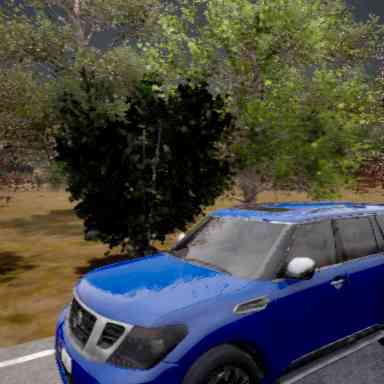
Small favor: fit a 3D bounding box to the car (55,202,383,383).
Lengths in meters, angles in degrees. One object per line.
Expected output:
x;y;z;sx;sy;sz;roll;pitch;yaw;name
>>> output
1.141;1.197;4.616;5.566;2.045;2.150;0;0;-34;car
